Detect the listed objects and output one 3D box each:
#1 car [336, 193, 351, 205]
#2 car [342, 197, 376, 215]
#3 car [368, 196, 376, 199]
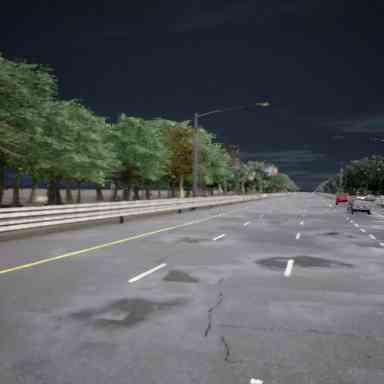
[{"bbox_3d":[26.580,1.244,58.372,2.150,2.045,5.566,1,0,27],"label":"car"},{"bbox_3d":[17.639,1.572,35.348,2.033,1.411,5.357,1,0,20],"label":"car"},{"bbox_3d":[44.508,1.664,82.523,4.181,1.385,1.994,0,1,-42],"label":"car"}]
